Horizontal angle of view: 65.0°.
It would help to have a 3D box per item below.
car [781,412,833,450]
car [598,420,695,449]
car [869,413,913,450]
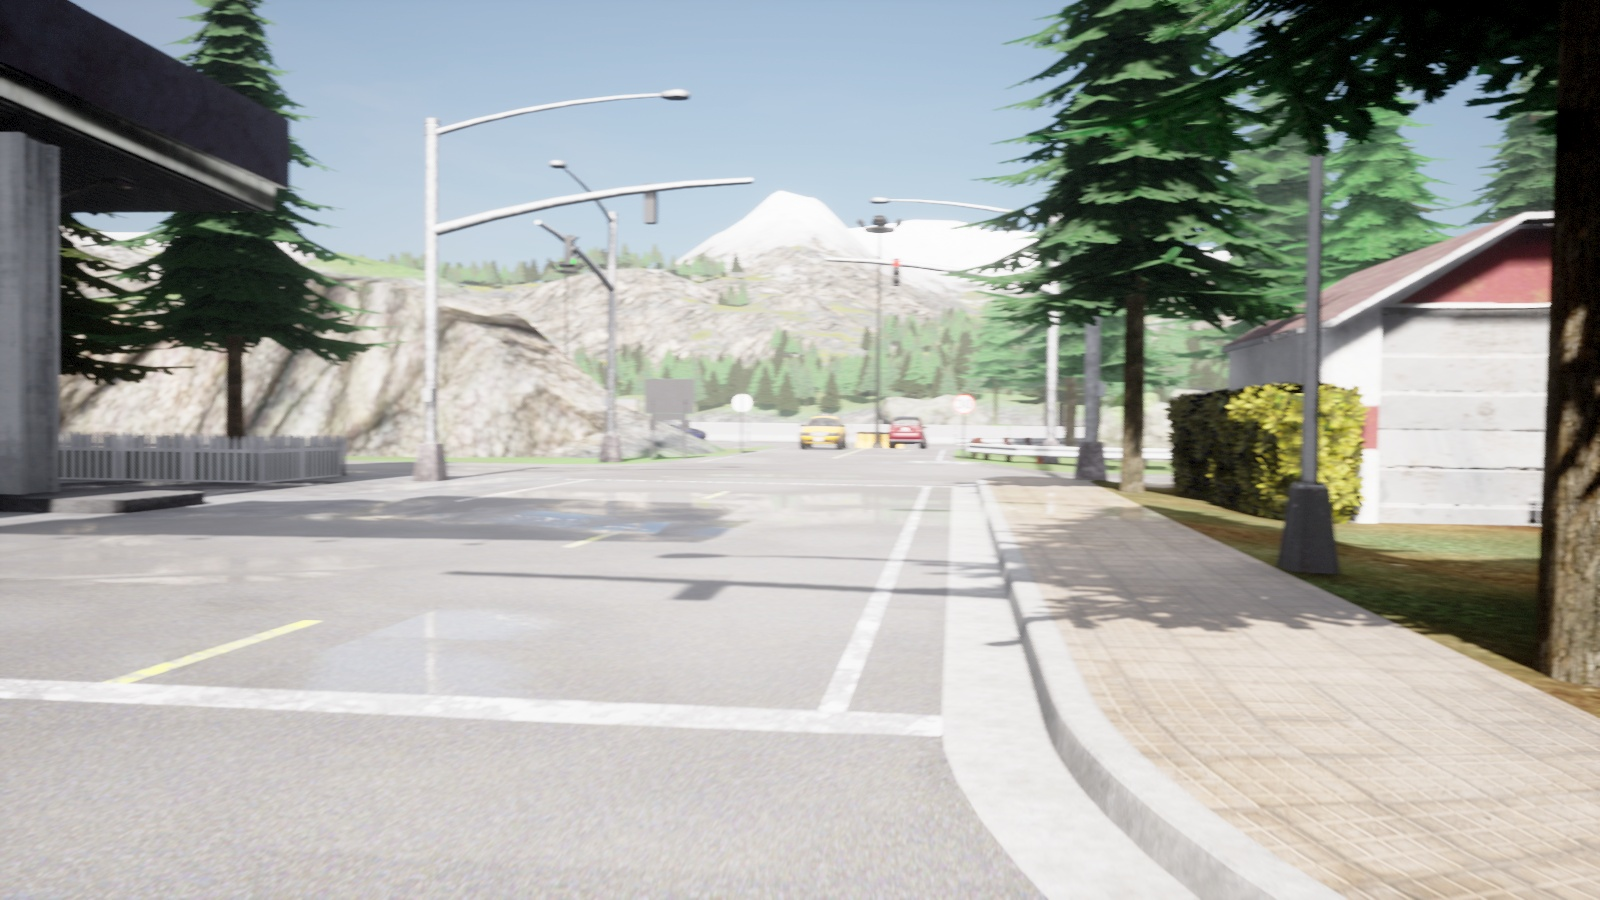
[{"bbox_3d":[0.349,-0.865,55.152,1.801,1.575,5.366,0,1,6],"label":"car"},{"bbox_3d":[-8.163,-0.855,67.030,4.792,1.488,2.163,0,1,7],"label":"car"},{"bbox_3d":[4.292,-0.849,58.953,1.789,1.549,3.705,0,-2,9],"label":"car"}]
